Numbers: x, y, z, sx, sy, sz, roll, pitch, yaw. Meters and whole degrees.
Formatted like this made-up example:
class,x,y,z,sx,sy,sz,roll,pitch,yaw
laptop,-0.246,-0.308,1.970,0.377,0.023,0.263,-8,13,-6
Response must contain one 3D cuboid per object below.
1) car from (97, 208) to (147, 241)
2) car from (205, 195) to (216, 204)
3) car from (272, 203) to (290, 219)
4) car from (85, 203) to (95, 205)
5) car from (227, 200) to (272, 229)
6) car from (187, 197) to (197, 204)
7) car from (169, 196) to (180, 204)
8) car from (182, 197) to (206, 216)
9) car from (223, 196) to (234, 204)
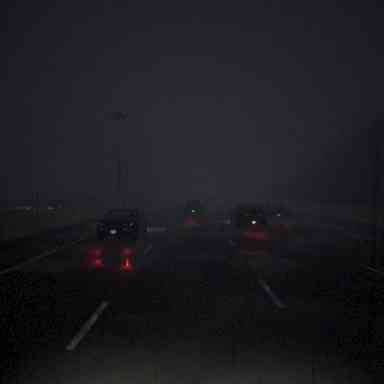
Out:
class,x,y,z,sx,sy,sz,roll,pitch,yaw
car,-3.395,1.522,16.651,1.812,1.442,4.674,0,0,0
car,3.605,1.343,65.309,2.097,1.767,4.553,0,0,0
car,7.114,1.598,29.455,1.895,1.301,4.718,0,0,0
car,-17.502,1.528,58.688,2.033,1.411,5.357,0,0,0
car,3.605,1.503,21.771,1.837,1.490,4.892,0,0,0
car,0.081,1.590,65.804,1.895,1.301,4.718,0,0,0
car,-3.396,1.494,65.404,1.837,1.490,4.892,0,0,0
car,0.104,1.498,32.653,1.837,1.490,4.892,0,-1,0
car,7.104,1.469,65.140,1.882,1.535,5.008,0,0,0
